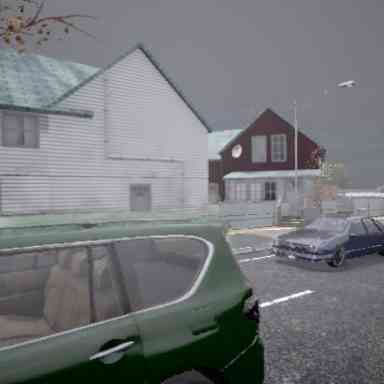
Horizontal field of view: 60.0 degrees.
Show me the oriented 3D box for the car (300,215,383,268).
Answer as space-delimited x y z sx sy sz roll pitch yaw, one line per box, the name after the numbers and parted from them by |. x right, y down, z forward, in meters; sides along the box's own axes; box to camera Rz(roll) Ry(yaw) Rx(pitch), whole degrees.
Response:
5.089 1.511 11.306 5.357 1.411 2.033 0 0 -35 | car

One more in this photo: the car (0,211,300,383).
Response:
-1.924 1.224 2.315 5.566 2.045 2.150 0 0 -36 | car
